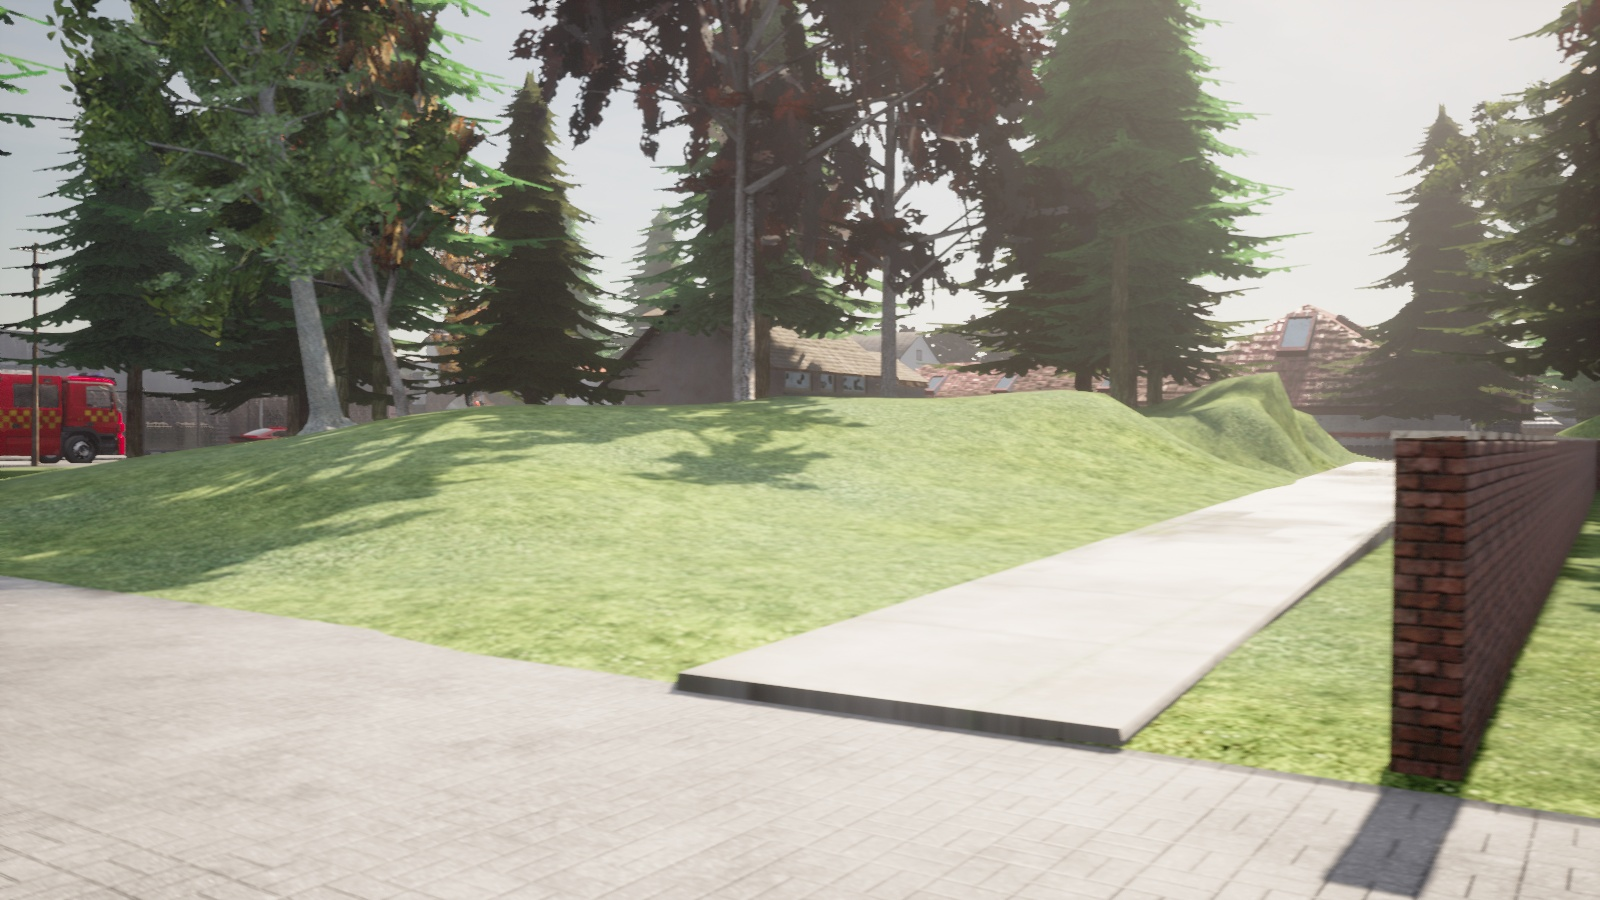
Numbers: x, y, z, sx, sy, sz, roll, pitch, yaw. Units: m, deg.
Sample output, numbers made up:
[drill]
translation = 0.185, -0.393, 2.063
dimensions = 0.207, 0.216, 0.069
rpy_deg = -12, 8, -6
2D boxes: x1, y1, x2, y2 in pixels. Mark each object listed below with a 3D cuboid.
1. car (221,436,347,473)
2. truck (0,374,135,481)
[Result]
[car]
translation = -22.960, 0.152, 56.058
dimensions = 1.882, 1.535, 5.008
rpy_deg = 0, 1, 33
[truck]
translation = -29.495, -0.797, 46.213
dimensions = 2.891, 3.827, 8.468
rpy_deg = 0, 1, 34
